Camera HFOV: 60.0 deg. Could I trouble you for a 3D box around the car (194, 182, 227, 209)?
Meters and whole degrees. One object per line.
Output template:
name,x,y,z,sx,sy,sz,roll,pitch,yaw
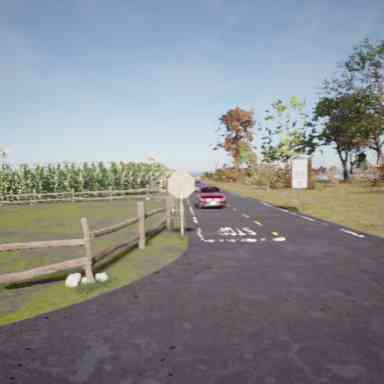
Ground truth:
car,1.216,0.313,22.989,1.812,1.442,4.674,-1,3,-2

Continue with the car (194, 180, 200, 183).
car,0.369,-0.765,43.076,1.812,1.442,4.674,-1,3,-2
